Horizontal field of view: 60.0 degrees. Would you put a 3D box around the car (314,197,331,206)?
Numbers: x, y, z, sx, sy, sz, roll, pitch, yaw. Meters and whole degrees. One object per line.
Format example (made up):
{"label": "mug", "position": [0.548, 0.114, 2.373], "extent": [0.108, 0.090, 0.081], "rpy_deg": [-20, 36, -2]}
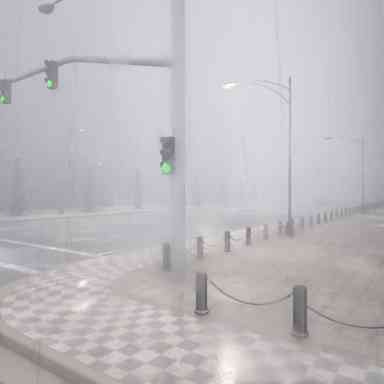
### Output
{"label": "car", "position": [21.417, 1.508, 54.572], "extent": [1.994, 1.385, 4.181], "rpy_deg": [0, 0, 35]}
